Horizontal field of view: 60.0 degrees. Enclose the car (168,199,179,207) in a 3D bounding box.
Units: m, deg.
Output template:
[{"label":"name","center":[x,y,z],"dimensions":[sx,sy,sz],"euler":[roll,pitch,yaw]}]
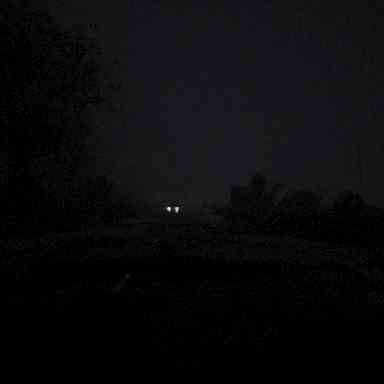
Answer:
[{"label":"car","center":[-3.521,2.160,63.971],"dimensions":[1.812,1.442,4.674],"euler":[0,-1,0]}]
